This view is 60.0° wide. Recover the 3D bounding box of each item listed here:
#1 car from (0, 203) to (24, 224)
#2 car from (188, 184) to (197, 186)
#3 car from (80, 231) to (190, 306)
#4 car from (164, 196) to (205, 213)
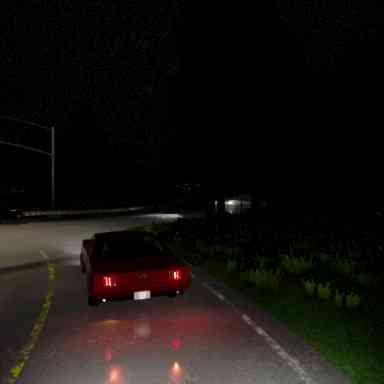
[{"bbox_3d":[-14.690,1.492,23.848,4.902,1.511,2.128,0,0,5],"label":"car"},{"bbox_3d":[0.065,-1.820,70.112,2.128,1.511,4.902,0,5,-1],"label":"car"},{"bbox_3d":[-1.688,1.601,8.167,1.895,1.301,4.718,0,0,-21],"label":"car"},{"bbox_3d":[-0.651,1.238,32.563,1.837,1.490,4.892,0,2,39],"label":"car"}]
